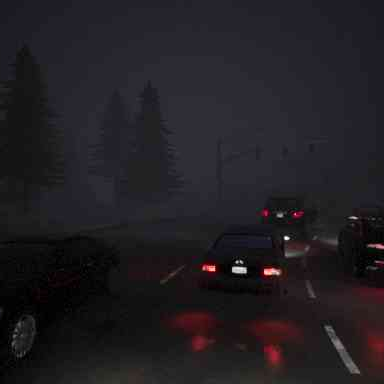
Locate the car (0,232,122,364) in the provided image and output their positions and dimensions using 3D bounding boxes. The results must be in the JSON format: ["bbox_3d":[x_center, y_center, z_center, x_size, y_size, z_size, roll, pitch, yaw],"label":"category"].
[{"bbox_3d":[-2.816,1.525,6.093,1.812,1.442,4.674,0,0,11],"label":"car"}]

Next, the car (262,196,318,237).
[{"bbox_3d":[5.485,1.221,18.265,2.150,2.045,5.566,0,0,28],"label":"car"}]

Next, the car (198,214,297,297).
[{"bbox_3d":[1.547,1.547,8.817,2.033,1.411,5.357,0,0,15],"label":"car"}]

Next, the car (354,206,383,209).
[{"bbox_3d":[9.716,1.492,18.213,2.128,1.511,4.902,0,0,33],"label":"car"}]

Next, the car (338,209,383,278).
[{"bbox_3d":[5.561,1.491,9.867,2.128,1.511,4.902,0,0,17],"label":"car"}]
